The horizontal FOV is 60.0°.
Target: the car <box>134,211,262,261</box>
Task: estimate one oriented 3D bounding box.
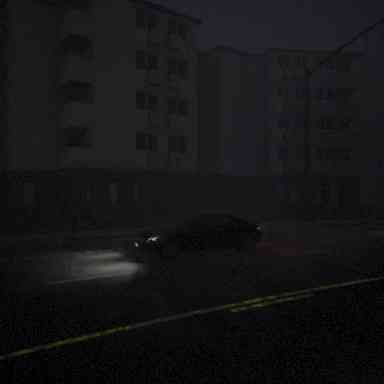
[{"bbox_3d":[0.317,1.429,11.792,4.674,1.442,1.812,0,0,-25],"label":"car"}]
